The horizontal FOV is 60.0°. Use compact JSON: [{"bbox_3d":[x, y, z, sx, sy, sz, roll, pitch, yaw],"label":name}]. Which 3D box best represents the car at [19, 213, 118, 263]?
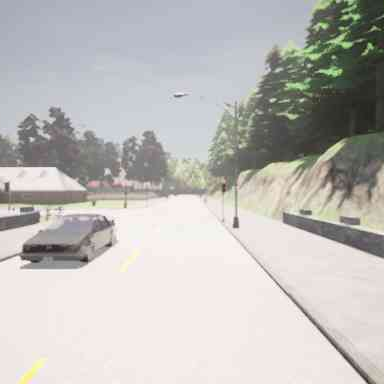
[{"bbox_3d":[-4.078,1.505,12.086,2.033,1.411,5.357,0,0,0],"label":"car"}]
